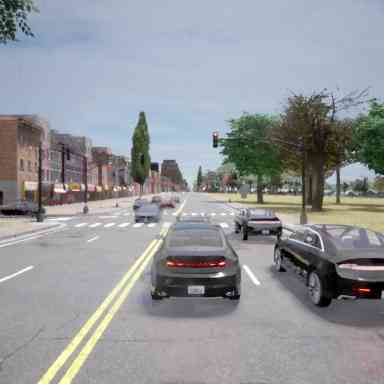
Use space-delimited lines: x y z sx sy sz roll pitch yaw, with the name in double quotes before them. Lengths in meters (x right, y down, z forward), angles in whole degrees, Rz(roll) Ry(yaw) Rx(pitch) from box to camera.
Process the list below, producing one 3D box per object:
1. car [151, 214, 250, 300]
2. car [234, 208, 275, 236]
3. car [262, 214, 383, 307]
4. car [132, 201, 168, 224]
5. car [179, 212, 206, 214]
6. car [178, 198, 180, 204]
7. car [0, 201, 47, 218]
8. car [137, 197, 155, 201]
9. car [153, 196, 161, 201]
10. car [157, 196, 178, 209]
"car" 0.082 1.531 8.428 1.837 1.490 4.892 0 0 0
"car" 3.299 1.577 17.196 2.128 1.511 4.902 0 0 0
"car" 3.331 1.515 7.986 2.128 1.511 4.902 0 0 0
"car" -3.348 1.676 26.685 2.033 1.411 5.357 0 0 0
"car" 0.053 1.689 17.733 1.895 1.301 4.718 0 0 0
"car" -3.303 1.519 63.271 1.994 1.385 4.181 0 0 0
"car" -16.220 1.630 31.182 4.902 1.511 2.128 1 0 -1
"car" -6.594 1.656 44.010 2.033 1.411 5.357 0 0 0
"car" -6.557 1.467 62.596 1.837 1.490 4.892 0 0 1
"car" -3.344 1.694 46.747 1.895 1.301 4.718 0 0 0
